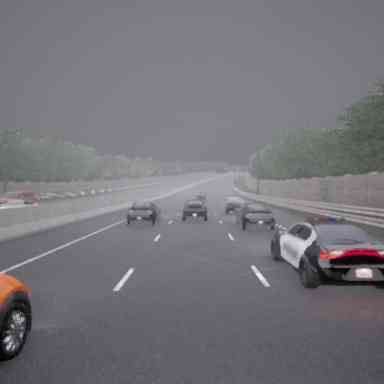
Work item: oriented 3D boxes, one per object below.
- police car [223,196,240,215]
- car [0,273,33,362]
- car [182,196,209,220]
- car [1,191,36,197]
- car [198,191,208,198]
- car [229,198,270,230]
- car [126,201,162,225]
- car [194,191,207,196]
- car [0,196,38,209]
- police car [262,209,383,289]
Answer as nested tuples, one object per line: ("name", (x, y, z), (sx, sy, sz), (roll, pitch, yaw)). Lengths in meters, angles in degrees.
("police car", (3.948, 1.206, 31.106), (1.930, 1.638, 5.238), (0, 1, 2))
("car", (-3.379, 1.339, 3.026), (2.097, 1.767, 4.553), (0, 0, 0))
("car", (0.275, 1.337, 26.071), (1.837, 1.490, 4.892), (0, 1, 2))
("car", (-17.109, 0.954, 32.228), (2.150, 2.045, 5.566), (0, 1, 2))
("car", (2.368, 0.526, 73.160), (2.033, 1.411, 5.357), (0, 2, 4))
("car", (3.693, 1.383, 20.109), (2.128, 1.511, 4.902), (0, 0, 1))
("car", (-3.145, 1.352, 22.540), (2.128, 1.511, 4.902), (0, 1, 1))
("car", (1.418, 0.957, 54.423), (1.837, 1.490, 4.892), (0, 2, 3))
("car", (-13.765, 1.332, 26.273), (1.812, 1.442, 4.674), (0, 1, 1))
("police car", (3.545, 1.472, 9.219), (2.038, 1.542, 4.974), (0, 0, 1))
